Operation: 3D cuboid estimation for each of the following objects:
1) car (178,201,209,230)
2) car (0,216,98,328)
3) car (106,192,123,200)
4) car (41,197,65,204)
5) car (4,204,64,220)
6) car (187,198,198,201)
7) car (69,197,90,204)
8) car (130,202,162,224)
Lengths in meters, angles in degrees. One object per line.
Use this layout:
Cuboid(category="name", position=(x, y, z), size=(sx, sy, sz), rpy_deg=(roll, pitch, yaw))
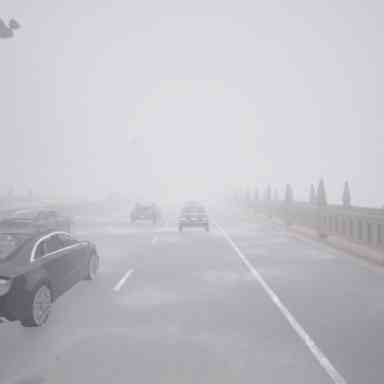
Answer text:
Cuboid(category="car", position=(0.102, 1.548, 21.035), size=(2.033, 1.411, 5.357), rpy_deg=(0, 0, 0))
Cuboid(category="car", position=(-3.400, 1.492, 6.946), size=(2.128, 1.511, 4.902), rpy_deg=(0, 0, 0))
Cuboid(category="car", position=(-13.997, 0.948, 60.265), size=(2.150, 2.045, 5.566), rpy_deg=(0, 0, 0))
Cuboid(category="car", position=(-21.005, 1.484, 50.386), size=(1.882, 1.535, 5.008), rpy_deg=(0, 0, 0))
Cuboid(category="car", position=(-6.899, 1.507, 15.163), size=(1.837, 1.490, 4.892), rpy_deg=(0, 0, 0))
Cuboid(category="car", position=(0.103, 1.527, 42.450), size=(1.812, 1.442, 4.674), rpy_deg=(0, 0, 0))
Cuboid(category="car", position=(-17.499, 1.552, 52.117), size=(2.033, 1.411, 5.357), rpy_deg=(0, 0, 0))
Cuboid(category="car", position=(-3.397, 1.493, 25.093), size=(2.128, 1.511, 4.902), rpy_deg=(0, 0, 0))
